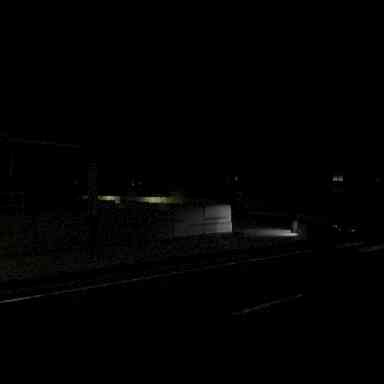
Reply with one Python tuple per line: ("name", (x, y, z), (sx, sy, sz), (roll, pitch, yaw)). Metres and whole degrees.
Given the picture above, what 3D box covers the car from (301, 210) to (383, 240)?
("car", (8.051, 1.552, 15.852), (5.357, 1.411, 2.033), (0, 0, 22))
